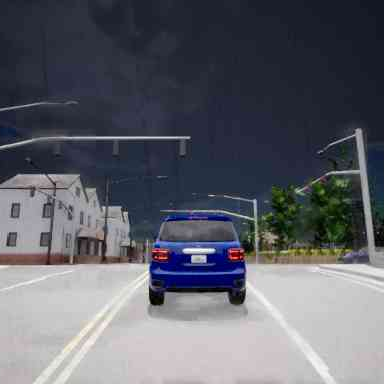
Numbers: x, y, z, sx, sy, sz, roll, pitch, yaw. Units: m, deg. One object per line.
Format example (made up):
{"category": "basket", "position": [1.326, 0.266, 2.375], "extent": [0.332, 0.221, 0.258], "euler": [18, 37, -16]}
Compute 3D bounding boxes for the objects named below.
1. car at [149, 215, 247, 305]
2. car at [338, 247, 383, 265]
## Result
{"category": "car", "position": [0.080, 1.762, 9.311], "extent": [2.150, 2.045, 5.566], "euler": [0, -7, -1]}
{"category": "car", "position": [15.429, 5.660, 29.611], "extent": [4.553, 1.767, 2.097], "euler": [0, -12, 1]}
